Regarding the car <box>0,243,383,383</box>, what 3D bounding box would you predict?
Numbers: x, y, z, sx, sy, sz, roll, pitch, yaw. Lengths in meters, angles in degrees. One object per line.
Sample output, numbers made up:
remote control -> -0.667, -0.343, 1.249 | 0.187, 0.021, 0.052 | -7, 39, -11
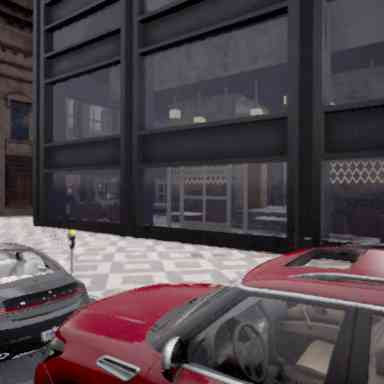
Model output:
car -> 1.084, 1.313, 2.188 | 5.009, 1.841, 2.192 | 0, 0, 35
